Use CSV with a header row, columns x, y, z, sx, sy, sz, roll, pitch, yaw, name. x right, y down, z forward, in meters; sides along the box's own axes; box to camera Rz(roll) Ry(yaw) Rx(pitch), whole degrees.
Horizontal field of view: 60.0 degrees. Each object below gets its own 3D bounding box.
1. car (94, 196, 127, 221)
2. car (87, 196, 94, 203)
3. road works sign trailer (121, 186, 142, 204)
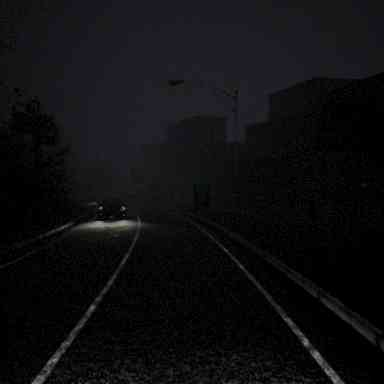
x,y,z,sx,sy,sz,roll,pitch,yaw,name
-6.217,1.231,26.183,2.097,1.767,4.553,-1,0,-11,car
-19.432,1.428,65.274,2.033,1.411,5.357,-3,1,-26,car
-9.544,0.508,52.276,2.380,2.880,3.560,-2,1,-28,road works sign trailer
